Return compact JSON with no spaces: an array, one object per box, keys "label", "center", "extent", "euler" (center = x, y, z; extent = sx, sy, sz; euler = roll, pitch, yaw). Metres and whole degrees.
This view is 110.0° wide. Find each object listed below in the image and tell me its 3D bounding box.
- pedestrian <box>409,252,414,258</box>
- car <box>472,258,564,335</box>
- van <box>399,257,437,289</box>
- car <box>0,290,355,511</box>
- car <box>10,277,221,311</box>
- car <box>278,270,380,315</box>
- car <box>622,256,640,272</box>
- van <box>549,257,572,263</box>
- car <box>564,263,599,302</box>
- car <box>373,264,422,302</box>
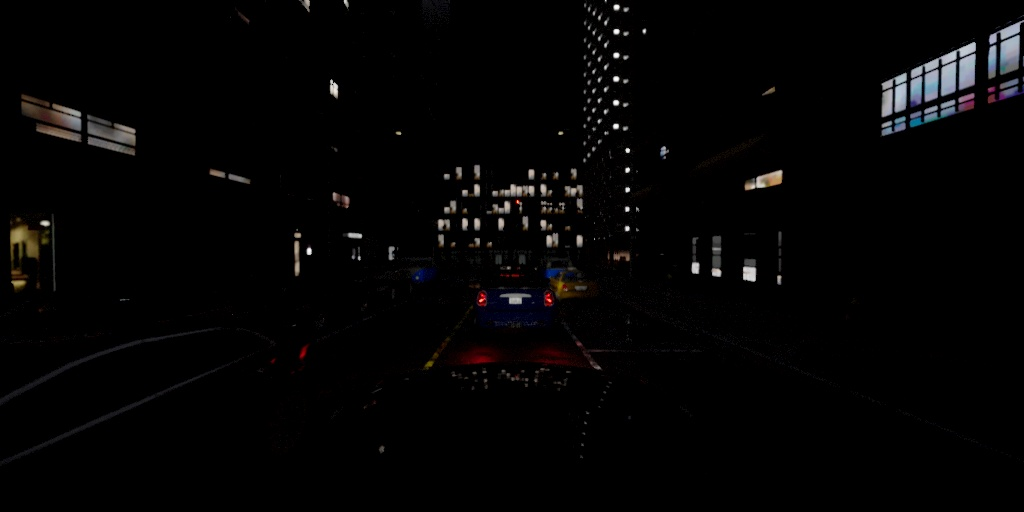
[{"label":"pedestrian","center":[-12.412,0.397,44.068],"extent":[0.375,1.860,0.375],"euler":[0,1,0]},{"label":"car","center":[0.081,1.051,10.512],"extent":[2.097,1.767,4.553],"euler":[0,0,0]},{"label":"van","center":[-5.700,0.974,21.677],"extent":[1.690,1.789,3.998],"euler":[0,0,0]},{"label":"car","center":[-3.099,1.239,2.132],"extent":[2.128,1.511,4.902],"euler":[0,0,0]},{"label":"car","center":[-5.692,1.171,4.872],"extent":[1.967,1.591,4.097],"euler":[0,0,0]},{"label":"car","center":[-5.695,1.264,10.473],"extent":[1.948,1.339,4.313],"euler":[0,0,0]},{"label":"car","center":[15.216,0.866,40.996],"extent":[5.009,1.841,2.192],"euler":[0,0,0]},{"label":"van","center":[2.681,0.974,21.652],"extent":[1.690,1.789,3.998],"euler":[0,0,0]},{"label":"car","center":[2.683,1.191,16.221],"extent":[1.751,1.417,4.829],"euler":[0,0,0]},{"label":"car","center":[-5.698,1.217,16.076],"extent":[2.007,1.370,4.403],"euler":[0,0,0]}]
